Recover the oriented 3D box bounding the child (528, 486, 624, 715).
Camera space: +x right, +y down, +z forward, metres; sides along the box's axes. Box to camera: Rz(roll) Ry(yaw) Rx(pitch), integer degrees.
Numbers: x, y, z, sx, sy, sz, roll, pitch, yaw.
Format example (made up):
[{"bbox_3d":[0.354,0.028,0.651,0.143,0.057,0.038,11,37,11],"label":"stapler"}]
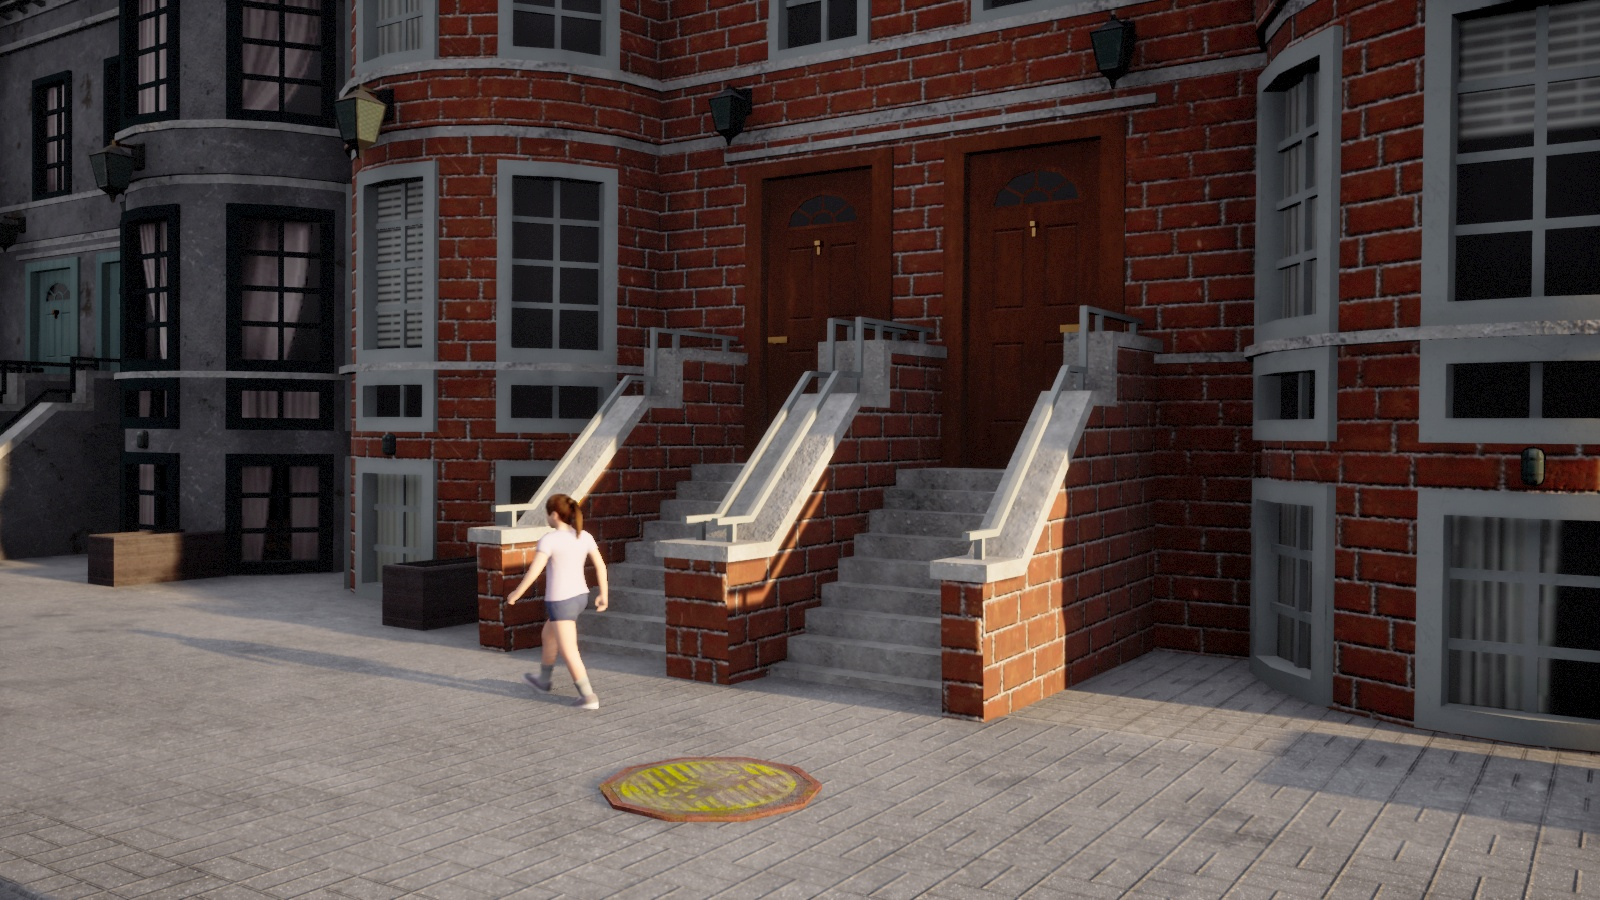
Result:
[{"bbox_3d":[-1.135,0.744,6.366,0.394,1.110,0.255,0,1,32],"label":"child"}]
